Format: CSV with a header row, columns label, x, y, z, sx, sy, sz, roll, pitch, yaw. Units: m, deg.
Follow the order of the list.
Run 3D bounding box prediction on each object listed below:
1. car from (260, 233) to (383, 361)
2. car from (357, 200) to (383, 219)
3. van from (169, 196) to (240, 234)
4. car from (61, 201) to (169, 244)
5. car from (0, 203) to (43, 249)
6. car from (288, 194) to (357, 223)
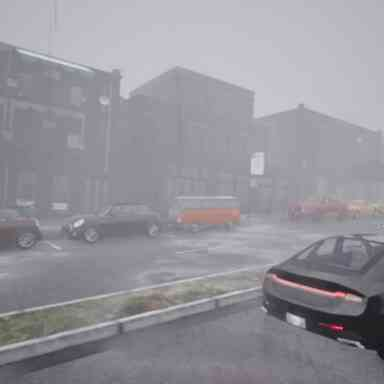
label,x,y,z,sx,sy,sz,roll,pitch,yaw
car,3.352,1.492,5.830,4.902,1.511,2.128,0,0,-35
car,14.209,1.454,28.705,5.008,1.535,2.097,0,0,-36
van,0.639,1.224,18.977,4.442,1.987,1.878,0,0,-36
car,-3.732,1.323,15.844,4.553,1.767,2.185,0,0,-36
car,-8.222,1.322,12.625,4.553,1.767,2.185,0,0,-36
car,9.793,1.201,25.539,5.566,2.045,2.435,0,0,-36
